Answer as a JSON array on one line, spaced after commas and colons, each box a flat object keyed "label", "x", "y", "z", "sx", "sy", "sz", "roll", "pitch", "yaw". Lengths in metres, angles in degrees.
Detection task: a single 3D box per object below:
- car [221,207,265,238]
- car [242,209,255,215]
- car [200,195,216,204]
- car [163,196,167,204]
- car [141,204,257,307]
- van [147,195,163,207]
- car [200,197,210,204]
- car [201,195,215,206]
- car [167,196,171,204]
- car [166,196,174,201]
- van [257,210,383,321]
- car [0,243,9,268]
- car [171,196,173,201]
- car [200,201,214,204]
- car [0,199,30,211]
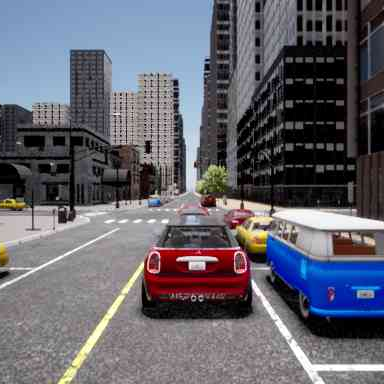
[{"label": "car", "x": 2.663, "y": 1.586, "z": 18.315, "sx": 1.802, "sy": 1.307, "sz": 4.206, "roll": 0, "pitch": 0, "yaw": 0}, {"label": "car", "x": 2.670, "y": 1.526, "z": 12.822, "sx": 1.752, "sy": 1.417, "sz": 4.829, "roll": 0, "pitch": 0, "yaw": 0}, {"label": "car", "x": 2.619, "y": 1.367, "z": 50.703, "sx": 2.192, "sy": 1.841, "sz": 5.009, "roll": 0, "pitch": 0, "yaw": 0}, {"label": "car", "x": -5.767, "y": 1.503, "z": 56.213, "sx": 1.967, "sy": 1.590, "sz": 4.097, "roll": 0, "pitch": 0, "yaw": 0}, {"label": "car", "x": 0.088, "y": 1.352, "z": 8.127, "sx": 2.097, "sy": 1.767, "sz": 4.553, "roll": 0, "pitch": 0, "yaw": 0}, {"label": "van", "x": -5.760, "y": 1.393, "z": 50.690, "sx": 1.690, "sy": 1.788, "sz": 3.998, "roll": 0, "pitch": 0, "yaw": 0}, {"label": "car", "x": 2.599, "y": 1.653, "z": 67.275, "sx": 1.947, "sy": 1.339, "sz": 4.313, "roll": 0, "pitch": 0, "yaw": 0}, {"label": "car", "x": 2.612, "y": 1.378, "z": 56.227, "sx": 2.192, "sy": 1.841, "sz": 5.009, "roll": 0, "pitch": 0, "yaw": 0}, {"label": "car", "x": -5.782, "y": 1.527, "z": 67.262, "sx": 1.967, "sy": 1.590, "sz": 4.097, "roll": 0, "pitch": 0, "yaw": 0}, {"label": "car", "x": -5.811, "y": 1.670, "z": 89.187, "sx": 1.752, "sy": 1.417, "sz": 4.829, "roll": 0, "pitch": 0, "yaw": 0}, {"label": "van", "x": 2.678, "y": 1.341, "z": 6.988, "sx": 1.690, "sy": 1.788, "sz": 3.998, "roll": 0, "pitch": 0, "yaw": 0}, {"label": "car", "x": -5.701, "y": 1.525, "z": 6.807, "sx": 1.752, "sy": 1.417, "sz": 4.829, "roll": 0, "pitch": 0, "yaw": 0}, {"label": "car", "x": -5.789, "y": 1.651, "z": 72.785, "sx": 2.008, "sy": 1.369, "sz": 4.403, "roll": 0, "pitch": 0, "yaw": 0}, {"label": "car", "x": 0.077, "y": 1.481, "z": 17.334, "sx": 1.882, "sy": 1.535, "sz": 5.008, "roll": 0, "pitch": 0, "yaw": 0}, {"label": "car", "x": -21.460, "y": 1.467, "z": 38.500, "sx": 4.829, "sy": 1.417, "sz": 1.752, "roll": 0, "pitch": 0, "yaw": 0}]
